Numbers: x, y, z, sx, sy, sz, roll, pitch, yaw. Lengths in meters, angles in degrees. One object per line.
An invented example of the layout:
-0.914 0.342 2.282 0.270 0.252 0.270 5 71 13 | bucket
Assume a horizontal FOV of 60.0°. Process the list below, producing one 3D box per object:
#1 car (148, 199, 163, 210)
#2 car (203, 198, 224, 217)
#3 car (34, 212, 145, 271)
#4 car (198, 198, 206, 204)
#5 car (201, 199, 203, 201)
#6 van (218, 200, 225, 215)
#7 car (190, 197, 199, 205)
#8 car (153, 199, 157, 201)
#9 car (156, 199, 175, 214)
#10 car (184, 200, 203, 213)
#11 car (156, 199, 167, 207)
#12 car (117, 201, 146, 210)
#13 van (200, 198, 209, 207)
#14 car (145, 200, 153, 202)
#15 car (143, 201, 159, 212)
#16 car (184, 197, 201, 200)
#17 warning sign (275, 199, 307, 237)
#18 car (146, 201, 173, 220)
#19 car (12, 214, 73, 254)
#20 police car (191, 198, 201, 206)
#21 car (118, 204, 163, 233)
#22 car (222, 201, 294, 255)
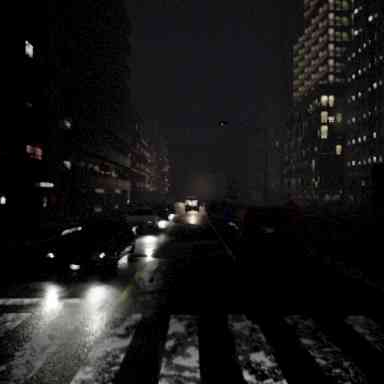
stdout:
-5.741 1.944 52.502 1.967 1.590 4.097 0 -1 0 | car
2.655 1.676 35.931 2.192 1.841 5.009 0 -1 0 | car
-3.108 1.631 11.490 2.033 1.411 5.357 0 -1 0 | car
2.607 2.358 85.667 1.967 1.590 4.097 0 -1 0 | car
2.645 2.025 46.983 1.887 1.381 4.507 0 -1 0 | car
2.671 1.529 19.352 1.690 1.788 3.998 0 -1 0 | van
0.687 2.220 82.098 2.097 1.767 4.553 0 -1 3 | car
-5.730 1.824 41.450 1.967 1.590 4.097 0 -1 0 | car
-3.082 1.954 40.979 1.994 1.385 4.181 0 -1 0 | car
0.048 2.032 43.476 1.895 1.301 4.718 0 -1 0 | car
-5.751 2.149 63.384 1.752 1.417 4.829 0 -1 0 | car
-5.719 1.816 30.395 2.008 1.369 4.403 0 -1 0 | car
2.623 2.066 69.089 1.690 1.788 3.998 0 -1 0 | van
-5.725 1.869 35.921 1.887 1.381 4.507 0 -1 0 | car
-5.736 2.025 46.975 1.802 1.307 4.206 0 -1 0 | car
-0.046 1.760 53.441 2.150 2.045 5.566 0 -1 0 | car
5.062 1.290 17.087 1.300 1.860 1.060 0 0 0 | warning sign
-3.107 1.846 30.848 1.994 1.385 4.181 0 -1 0 | car
-5.702 1.646 13.817 2.008 1.369 4.403 0 -1 0 | car
0.836 2.178 72.194 1.930 1.638 5.238 0 -1 0 | police car
-3.110 1.706 21.088 1.812 1.442 4.674 0 -1 0 | car
2.677 1.447 13.827 2.192 1.841 5.009 0 -1 0 | car
